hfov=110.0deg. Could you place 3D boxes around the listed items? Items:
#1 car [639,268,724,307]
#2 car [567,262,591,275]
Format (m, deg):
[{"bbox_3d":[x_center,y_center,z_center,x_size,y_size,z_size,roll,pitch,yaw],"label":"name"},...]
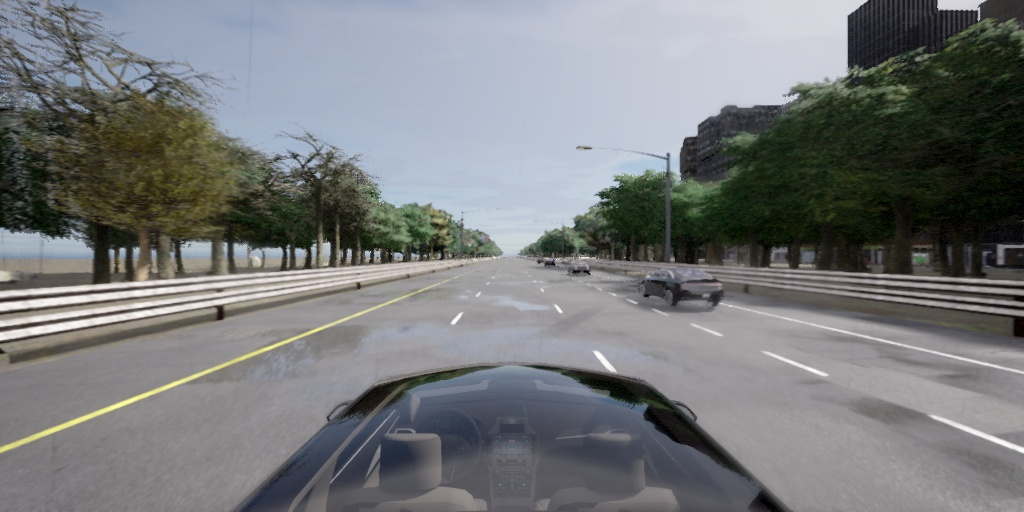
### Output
[{"bbox_3d":[7.003,1.240,15.359,2.128,1.511,4.902,0,0,0],"label":"car"},{"bbox_3d":[7.042,1.343,38.364,1.895,1.301,4.718,0,0,0],"label":"car"}]
